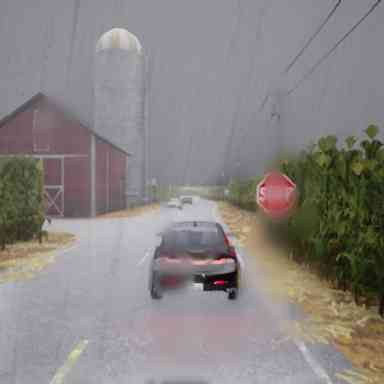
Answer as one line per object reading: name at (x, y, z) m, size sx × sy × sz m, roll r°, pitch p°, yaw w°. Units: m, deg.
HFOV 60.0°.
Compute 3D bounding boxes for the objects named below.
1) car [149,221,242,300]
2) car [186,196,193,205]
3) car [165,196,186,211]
car at (0.078, 1.483, 8.376) m, size 2.128 × 1.511 × 4.902 m, roll 0°, pitch 0°, yaw 1°
car at (-0.876, 1.486, 58.134) m, size 2.033 × 1.411 × 5.357 m, roll 0°, pitch 0°, yaw 4°
car at (-2.165, 1.482, 41.031) m, size 1.812 × 1.442 × 4.674 m, roll 0°, pitch 0°, yaw 4°
